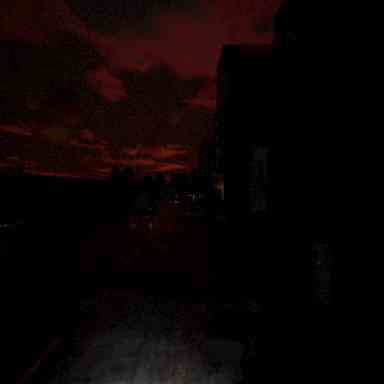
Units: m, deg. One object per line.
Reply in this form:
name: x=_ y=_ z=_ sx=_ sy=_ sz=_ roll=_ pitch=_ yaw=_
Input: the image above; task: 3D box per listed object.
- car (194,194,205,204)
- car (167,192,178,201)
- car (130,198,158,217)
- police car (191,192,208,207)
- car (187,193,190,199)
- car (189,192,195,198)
car: x=1.191 y=1.076 z=55.606 sx=1.801 sy=1.575 sz=5.366 roll=0 pitch=0 yaw=0
car: x=-4.011 y=0.868 z=69.424 sx=2.097 sy=1.767 sz=4.553 roll=0 pitch=0 yaw=0
car: x=-4.102 y=1.278 z=29.067 sx=1.882 sy=1.535 sz=5.008 roll=0 pitch=0 yaw=0
police car: x=1.182 y=1.108 z=45.528 sx=1.930 sy=1.638 sz=5.238 roll=0 pitch=0 yaw=0
car: x=-0.011 y=0.920 z=78.532 sx=2.128 sy=1.511 sz=4.902 roll=0 pitch=0 yaw=0
car: x=-0.014 y=0.791 z=93.539 sx=1.837 sy=1.490 sz=4.892 roll=0 pitch=0 yaw=0
